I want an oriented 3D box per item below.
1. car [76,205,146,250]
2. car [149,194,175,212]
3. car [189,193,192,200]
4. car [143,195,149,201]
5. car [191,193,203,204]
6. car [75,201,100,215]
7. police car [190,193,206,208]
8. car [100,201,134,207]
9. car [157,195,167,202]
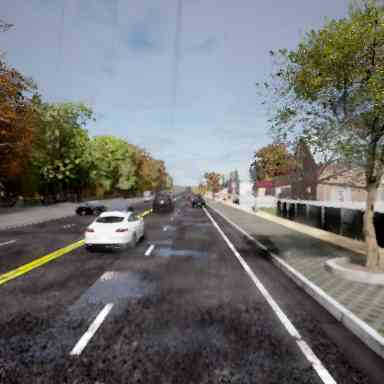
[{"bbox_3d":[-3.146,1.516,14.216,1.812,1.442,4.674,0,0,0],"label":"car"},{"bbox_3d":[-3.145,1.188,37.541,2.150,2.045,5.566,0,0,0],"label":"car"},{"bbox_3d":[0.983,1.288,57.300,2.097,1.767,4.553,0,0,0],"label":"car"},{"bbox_3d":[-9.738,1.421,74.062,1.895,1.301,4.718,0,0,0],"label":"car"},{"bbox_3d":[0.984,1.150,63.359,2.150,2.045,5.566,0,0,0],"label":"car"},{"bbox_3d":[-9.832,1.573,32.514,1.895,1.301,4.718,0,0,0],"label":"car"},{"bbox_3d":[0.981,1.377,47.440,1.930,1.638,5.238,0,0,0],"label":"police car"},{"bbox_3d":[-6.589,1.521,31.078,2.033,1.411,5.357,0,0,0],"label":"car"},{"bbox_3d":[-6.488,1.309,72.010,1.812,1.442,4.674,0,0,0],"label":"car"}]
